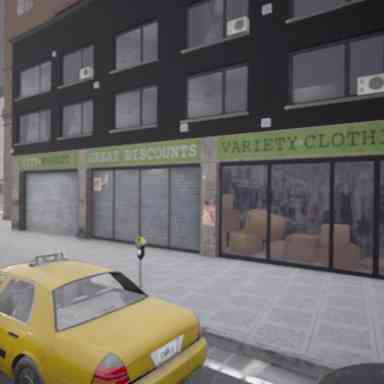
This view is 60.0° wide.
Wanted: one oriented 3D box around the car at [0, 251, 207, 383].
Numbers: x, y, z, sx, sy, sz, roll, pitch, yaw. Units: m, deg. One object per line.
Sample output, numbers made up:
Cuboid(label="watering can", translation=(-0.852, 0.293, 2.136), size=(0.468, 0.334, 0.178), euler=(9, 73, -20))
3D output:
Cuboid(label="car", translation=(-2.119, 1.513, 4.599), size=(4.829, 1.417, 1.752), euler=(0, 1, 35))

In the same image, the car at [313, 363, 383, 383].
Cuboid(label="car", translation=(2.568, 1.555, 1.259), size=(4.403, 1.369, 2.008), euler=(0, 1, 35))
